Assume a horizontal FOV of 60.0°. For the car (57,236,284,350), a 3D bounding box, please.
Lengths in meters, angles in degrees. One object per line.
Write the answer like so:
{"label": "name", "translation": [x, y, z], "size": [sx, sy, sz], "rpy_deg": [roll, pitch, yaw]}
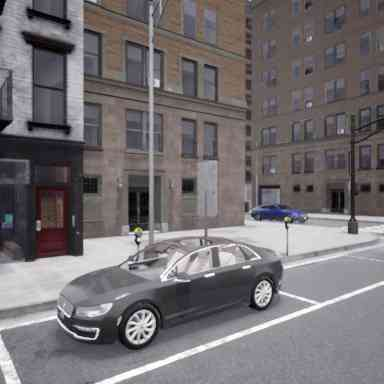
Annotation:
{"label": "car", "translation": [-0.144, 1.550, 6.146], "size": [4.403, 1.369, 2.008], "rpy_deg": [0, 0, -37]}

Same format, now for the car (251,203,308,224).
{"label": "car", "translation": [6.604, 1.610, 25.559], "size": [1.812, 1.442, 4.674], "rpy_deg": [0, 0, -39]}
